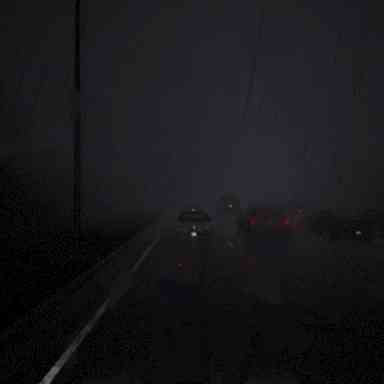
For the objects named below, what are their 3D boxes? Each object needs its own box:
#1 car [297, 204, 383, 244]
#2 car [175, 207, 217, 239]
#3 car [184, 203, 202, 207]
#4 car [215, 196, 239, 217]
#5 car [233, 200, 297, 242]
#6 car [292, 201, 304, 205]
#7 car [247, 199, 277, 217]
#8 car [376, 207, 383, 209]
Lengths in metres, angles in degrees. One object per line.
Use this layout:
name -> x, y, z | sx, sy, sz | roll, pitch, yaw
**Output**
car -> 7.096, 1.595, 16.641 | 1.882, 1.535, 5.008 | 0, 0, 0
car -> 0.096, 1.728, 18.073 | 1.895, 1.301, 4.718 | 0, 0, 0
car -> 0.146, 1.812, 35.331 | 1.994, 1.385, 4.181 | 0, 0, 0
car -> 3.639, 1.459, 33.793 | 2.150, 2.045, 5.566 | 0, 0, 0
car -> 3.596, 1.474, 17.285 | 2.097, 1.767, 4.553 | 0, 0, 0
car -> 10.644, 1.750, 34.810 | 1.837, 1.490, 4.892 | 0, 0, 0
car -> 7.142, 1.594, 34.429 | 2.097, 1.767, 4.553 | 0, 0, 0
car -> 10.596, 1.638, 18.896 | 1.837, 1.490, 4.892 | 0, 0, 0
